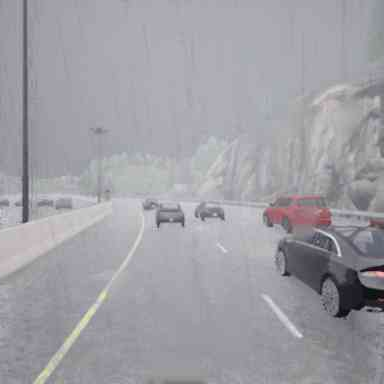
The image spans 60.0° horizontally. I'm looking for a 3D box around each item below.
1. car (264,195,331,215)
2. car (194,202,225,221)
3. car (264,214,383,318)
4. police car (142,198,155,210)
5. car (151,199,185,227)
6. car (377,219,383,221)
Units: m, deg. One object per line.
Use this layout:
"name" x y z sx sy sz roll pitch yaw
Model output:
"car" 5.943 1.209 19.350 2.150 2.045 5.566 0 0 -5
"car" 1.385 1.522 27.037 1.812 1.442 4.674 0 0 -9
"car" 3.322 1.484 7.388 2.128 1.511 4.902 0 0 -2
"police car" -5.204 1.517 42.376 2.038 1.542 4.974 0 0 -13
"car" -1.558 1.496 22.827 2.128 1.511 4.902 0 0 -7
"car" 9.896 1.579 14.505 1.895 1.301 4.718 0 0 -4
